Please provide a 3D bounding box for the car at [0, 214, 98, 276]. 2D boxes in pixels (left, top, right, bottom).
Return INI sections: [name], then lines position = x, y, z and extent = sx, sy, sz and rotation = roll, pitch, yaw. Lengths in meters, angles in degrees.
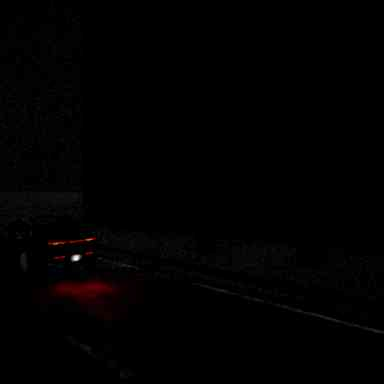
[car]
position = -4.798, 1.466, 10.382
extent = 4.892, 1.490, 1.837
rotation = 0, 0, 43
